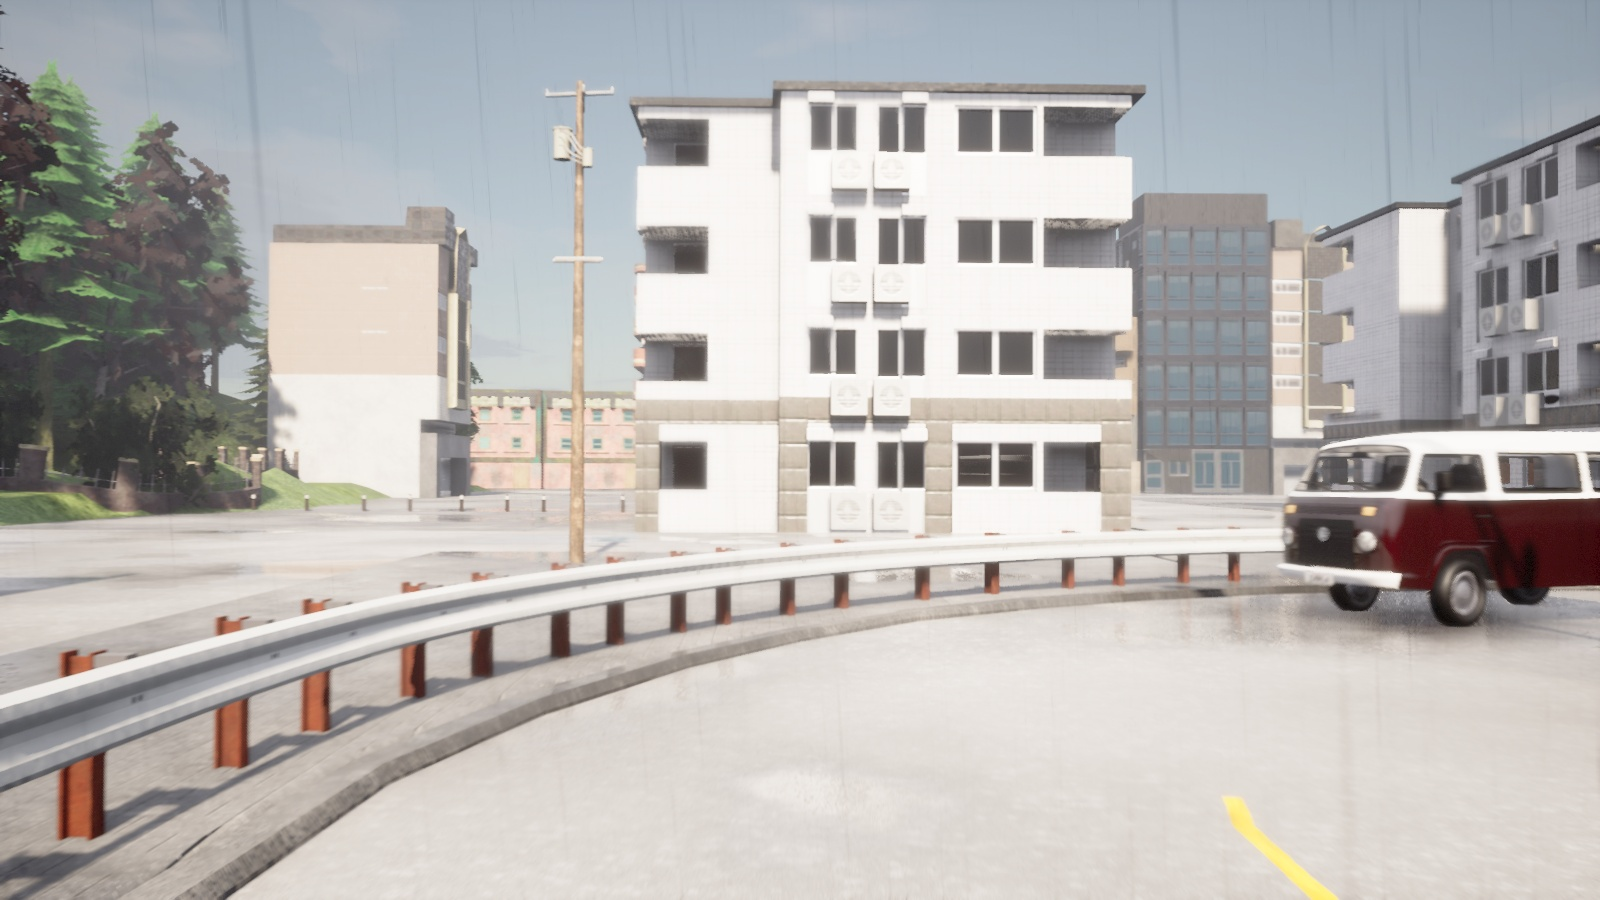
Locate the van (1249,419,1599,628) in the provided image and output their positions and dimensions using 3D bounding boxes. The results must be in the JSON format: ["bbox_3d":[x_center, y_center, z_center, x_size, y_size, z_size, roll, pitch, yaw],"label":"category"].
[{"bbox_3d":[7.540,0.744,13.889,4.480,2.038,2.069,0,-2,-17],"label":"van"}]
